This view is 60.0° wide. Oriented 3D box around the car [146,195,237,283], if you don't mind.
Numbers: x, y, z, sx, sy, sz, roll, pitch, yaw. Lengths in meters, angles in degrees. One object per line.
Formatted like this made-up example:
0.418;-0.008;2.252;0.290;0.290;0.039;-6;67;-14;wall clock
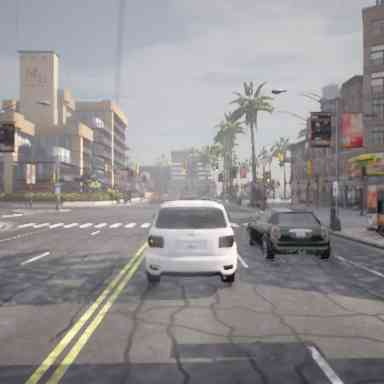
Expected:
-0.027;1.251;9.854;2.150;2.045;5.566;0;0;0;car

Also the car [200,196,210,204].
2.801;1.670;70.377;1.882;1.535;5.008;0;0;-1;car

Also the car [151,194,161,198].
-7.765;1.425;72.750;2.150;2.045;5.566;0;0;-1;car

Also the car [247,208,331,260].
3.458;1.386;12.732;2.097;1.767;4.553;0;0;0;car

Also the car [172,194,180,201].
-4.489;1.480;93.061;2.150;2.045;5.566;0;0;-1;car

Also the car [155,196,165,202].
-7.869;1.752;82.471;2.128;1.511;4.902;0;0;-1;car

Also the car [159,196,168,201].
-7.982;1.794;92.810;2.033;1.411;5.357;0;0;-1;car

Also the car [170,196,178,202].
-4.369;1.726;82.490;1.837;1.490;4.892;0;0;-1;car
